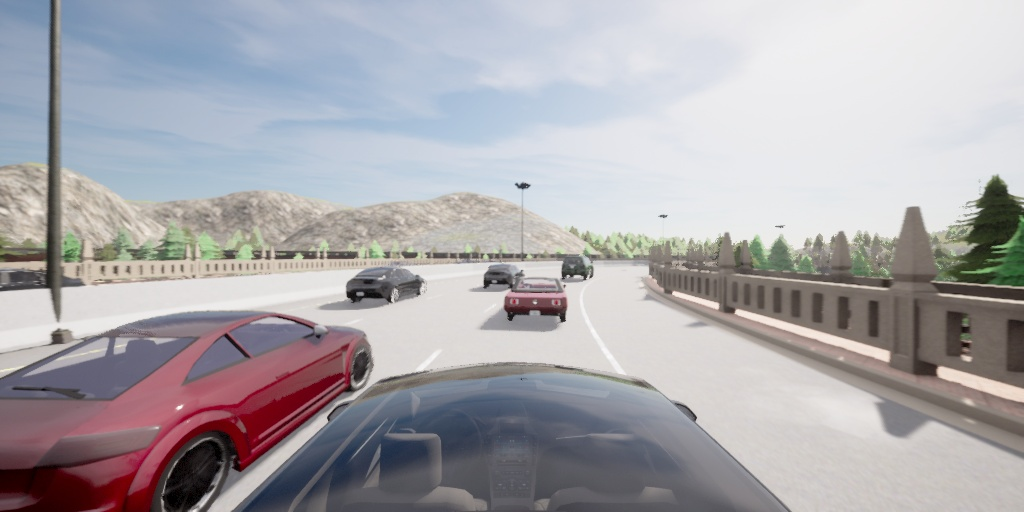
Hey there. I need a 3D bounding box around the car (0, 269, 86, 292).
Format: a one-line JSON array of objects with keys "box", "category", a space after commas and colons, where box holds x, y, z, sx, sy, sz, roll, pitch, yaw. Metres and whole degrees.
[{"box": [-16.935, 1.177, 11.314, 1.837, 1.490, 4.892, 0, 0, 6], "category": "car"}]

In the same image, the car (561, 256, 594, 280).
[{"box": [5.883, 1.019, 31.824, 2.150, 2.045, 5.566, 0, 0, 21], "category": "car"}]

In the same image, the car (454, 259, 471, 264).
[{"box": [-6.930, 1.257, 54.180, 2.128, 1.511, 4.902, 0, 0, 30], "category": "car"}]

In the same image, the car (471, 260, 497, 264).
[{"box": [-3.428, 1.293, 53.250, 2.128, 1.511, 4.902, 0, 0, 30], "category": "car"}]

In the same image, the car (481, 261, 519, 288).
[{"box": [-0.432, 1.266, 23.375, 1.837, 1.490, 4.892, 0, 0, 14], "category": "car"}]

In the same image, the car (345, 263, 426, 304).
[{"box": [-5.504, 1.237, 16.291, 1.837, 1.490, 4.892, 0, 0, 9], "category": "car"}]

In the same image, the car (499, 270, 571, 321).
[{"box": [0.950, 1.362, 12.531, 1.895, 1.301, 4.718, 0, 0, 7], "category": "car"}]

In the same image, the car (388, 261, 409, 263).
[{"box": [-9.676, 1.213, 29.915, 2.128, 1.511, 4.902, 0, 0, 17], "category": "car"}]

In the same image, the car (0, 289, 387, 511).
[{"box": [-3.234, 1.299, 4.076, 1.994, 1.385, 4.181, 0, 0, 1], "category": "car"}]
